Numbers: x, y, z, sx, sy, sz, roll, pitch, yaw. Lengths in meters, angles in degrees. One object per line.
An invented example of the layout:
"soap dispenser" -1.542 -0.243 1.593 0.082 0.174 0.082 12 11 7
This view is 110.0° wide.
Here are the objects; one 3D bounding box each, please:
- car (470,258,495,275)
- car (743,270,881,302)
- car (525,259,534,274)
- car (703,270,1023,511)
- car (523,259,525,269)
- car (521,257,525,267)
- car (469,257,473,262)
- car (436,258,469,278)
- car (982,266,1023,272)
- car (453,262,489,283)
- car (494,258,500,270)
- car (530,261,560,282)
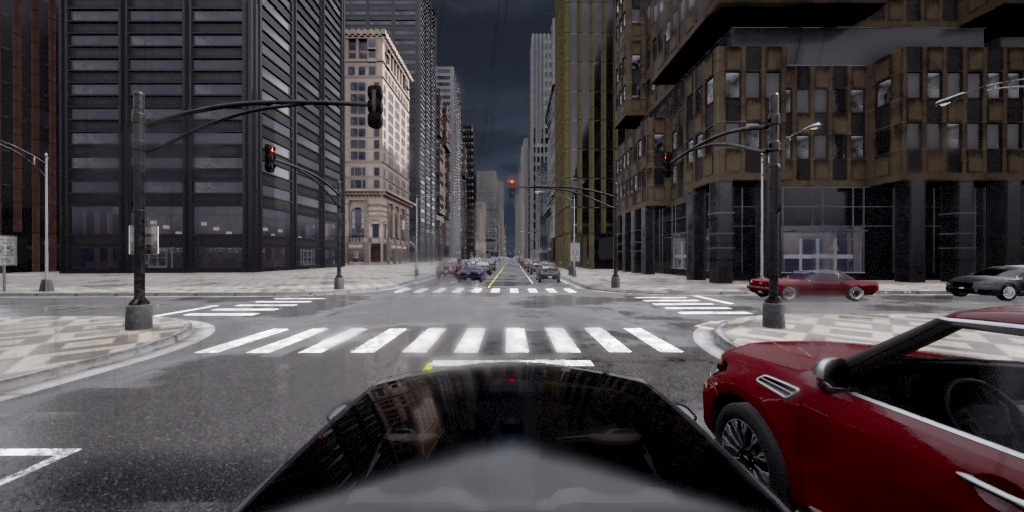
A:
"car" -3.087 1.279 38.415 1.812 1.442 4.674 0 0 0
"car" 13.524 1.314 16.361 4.718 1.301 1.895 0 0 0
"car" 2.776 1.304 39.469 2.007 1.370 4.403 0 0 0
"car" 2.762 1.065 1.215 2.192 1.841 5.009 0 0 0
"car" 2.778 1.300 45.110 1.888 1.381 4.507 0 0 0
"car" 2.782 1.199 56.391 1.967 1.591 4.097 0 0 0
"car" -5.749 1.193 39.464 1.967 1.591 4.097 0 0 0
"car" -5.751 1.067 33.822 2.192 1.841 5.009 0 0 0
"car" 22.959 1.197 16.404 4.892 1.490 1.837 0 0 0
"car" -3.091 1.352 27.973 1.895 1.301 4.718 0 0 0
"car" -3.076 1.303 48.784 2.033 1.411 5.357 0 0 0
"car" 2.772 1.301 28.188 2.007 1.370 4.403 0 0 0
